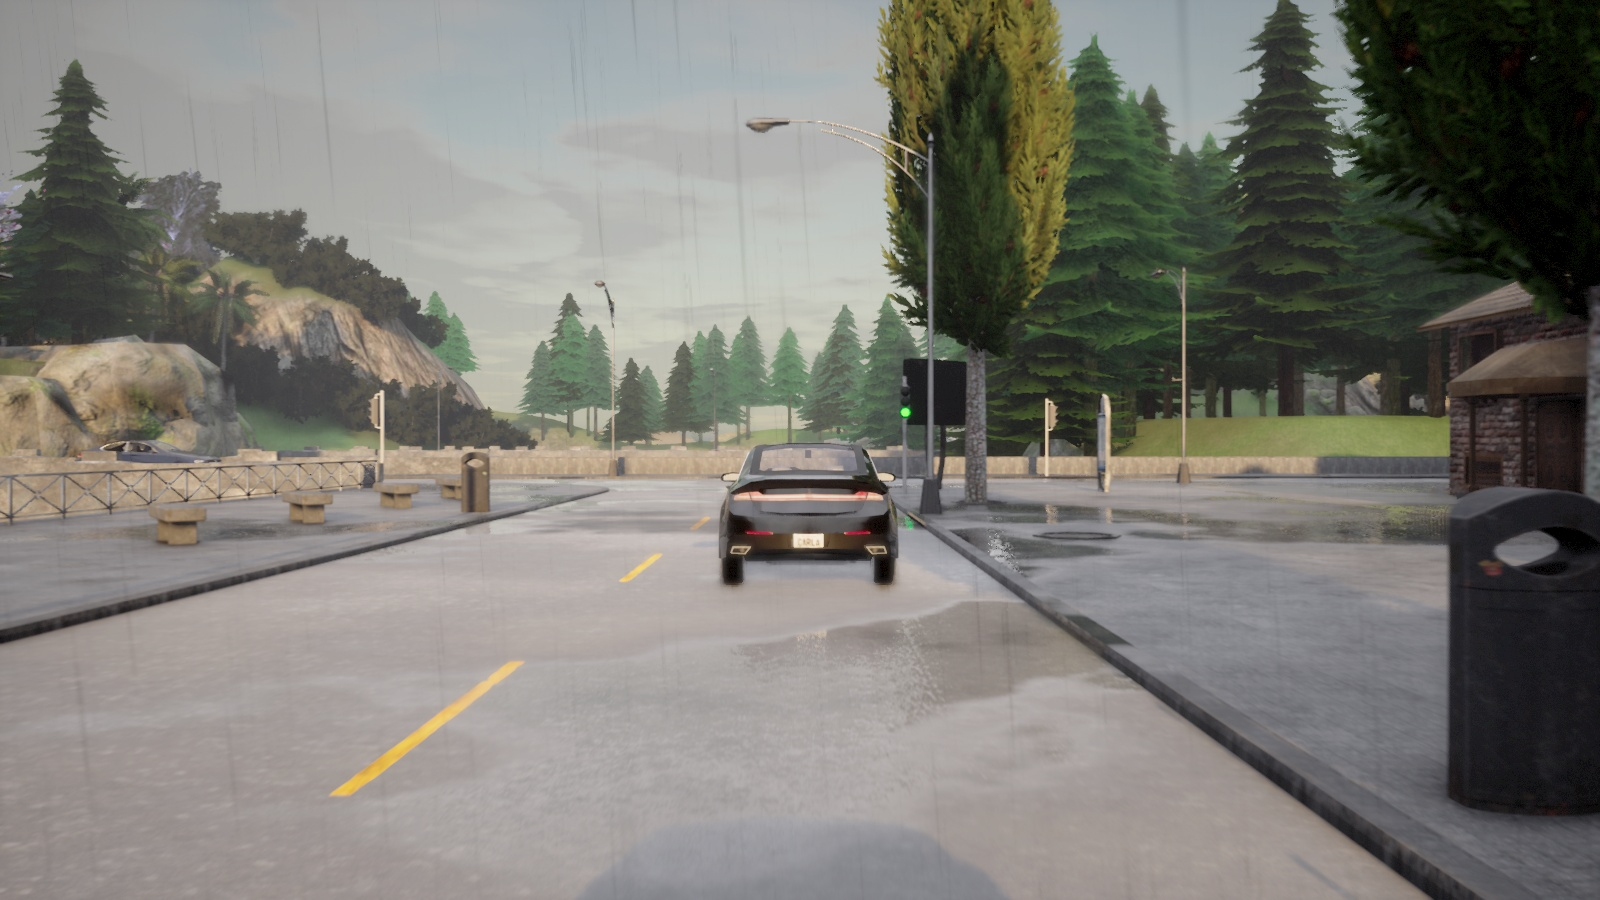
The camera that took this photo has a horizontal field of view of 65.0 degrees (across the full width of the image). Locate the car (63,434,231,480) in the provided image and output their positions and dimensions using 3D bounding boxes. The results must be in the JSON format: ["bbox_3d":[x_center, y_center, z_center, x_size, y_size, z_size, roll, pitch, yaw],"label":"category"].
[{"bbox_3d":[-23.814,0.247,45.956,5.027,1.651,2.152,0,0,0],"label":"car"}]

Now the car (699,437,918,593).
[{"bbox_3d":[0.096,0.620,14.640,2.128,1.511,4.902,0,0,0],"label":"car"}]
